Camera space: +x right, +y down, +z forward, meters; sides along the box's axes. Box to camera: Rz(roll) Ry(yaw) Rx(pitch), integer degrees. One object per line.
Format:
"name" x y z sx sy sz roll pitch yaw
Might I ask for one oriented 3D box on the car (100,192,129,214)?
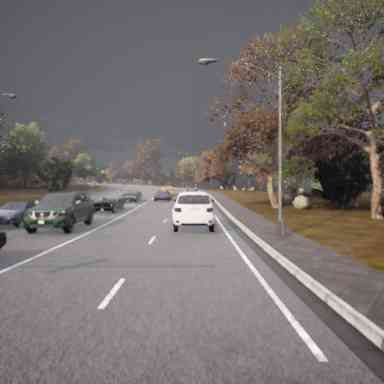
"car" -7.043 1.025 28.340 1.895 1.301 4.718 0 2 1

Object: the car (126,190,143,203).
"car" -7.003 0.453 39.022 2.033 1.411 5.357 0 3 0

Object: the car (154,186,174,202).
"car" -3.504 0.397 40.458 1.994 1.385 4.181 0 3 0

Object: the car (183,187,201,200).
"car" 0.005 0.166 43.660 2.128 1.511 4.902 0 3 0

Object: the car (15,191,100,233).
"car" -7.092 0.996 18.407 2.150 2.045 5.566 0 2 0

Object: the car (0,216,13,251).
"car" -7.088 1.559 8.895 1.895 1.301 4.718 0 1 -1

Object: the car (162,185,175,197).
"car" -3.600 -0.190 50.518 1.882 1.535 5.008 0 3 -3

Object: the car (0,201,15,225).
"car" -10.579 1.262 20.546 2.033 1.411 5.357 0 2 1

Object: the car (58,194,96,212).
"car" -10.512 0.913 30.824 1.895 1.301 4.718 0 3 0

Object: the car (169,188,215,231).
"car" 0.098 0.982 18.972 2.150 2.045 5.566 0 2 0
